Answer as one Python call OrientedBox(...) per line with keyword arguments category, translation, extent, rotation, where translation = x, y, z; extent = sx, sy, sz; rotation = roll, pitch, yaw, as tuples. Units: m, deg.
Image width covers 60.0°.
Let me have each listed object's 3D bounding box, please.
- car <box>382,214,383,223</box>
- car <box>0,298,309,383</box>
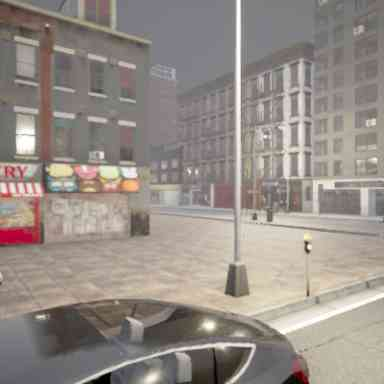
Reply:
OrientedBox(category="car", translation=(15.023, 1.585, 21.538), extent=(1.882, 1.535, 5.008), rotation=(1, -1, -28))
OrientedBox(category="car", translation=(-1.054, 1.567, 2.061), extent=(4.313, 1.339, 1.947), rotation=(0, 0, -36))
